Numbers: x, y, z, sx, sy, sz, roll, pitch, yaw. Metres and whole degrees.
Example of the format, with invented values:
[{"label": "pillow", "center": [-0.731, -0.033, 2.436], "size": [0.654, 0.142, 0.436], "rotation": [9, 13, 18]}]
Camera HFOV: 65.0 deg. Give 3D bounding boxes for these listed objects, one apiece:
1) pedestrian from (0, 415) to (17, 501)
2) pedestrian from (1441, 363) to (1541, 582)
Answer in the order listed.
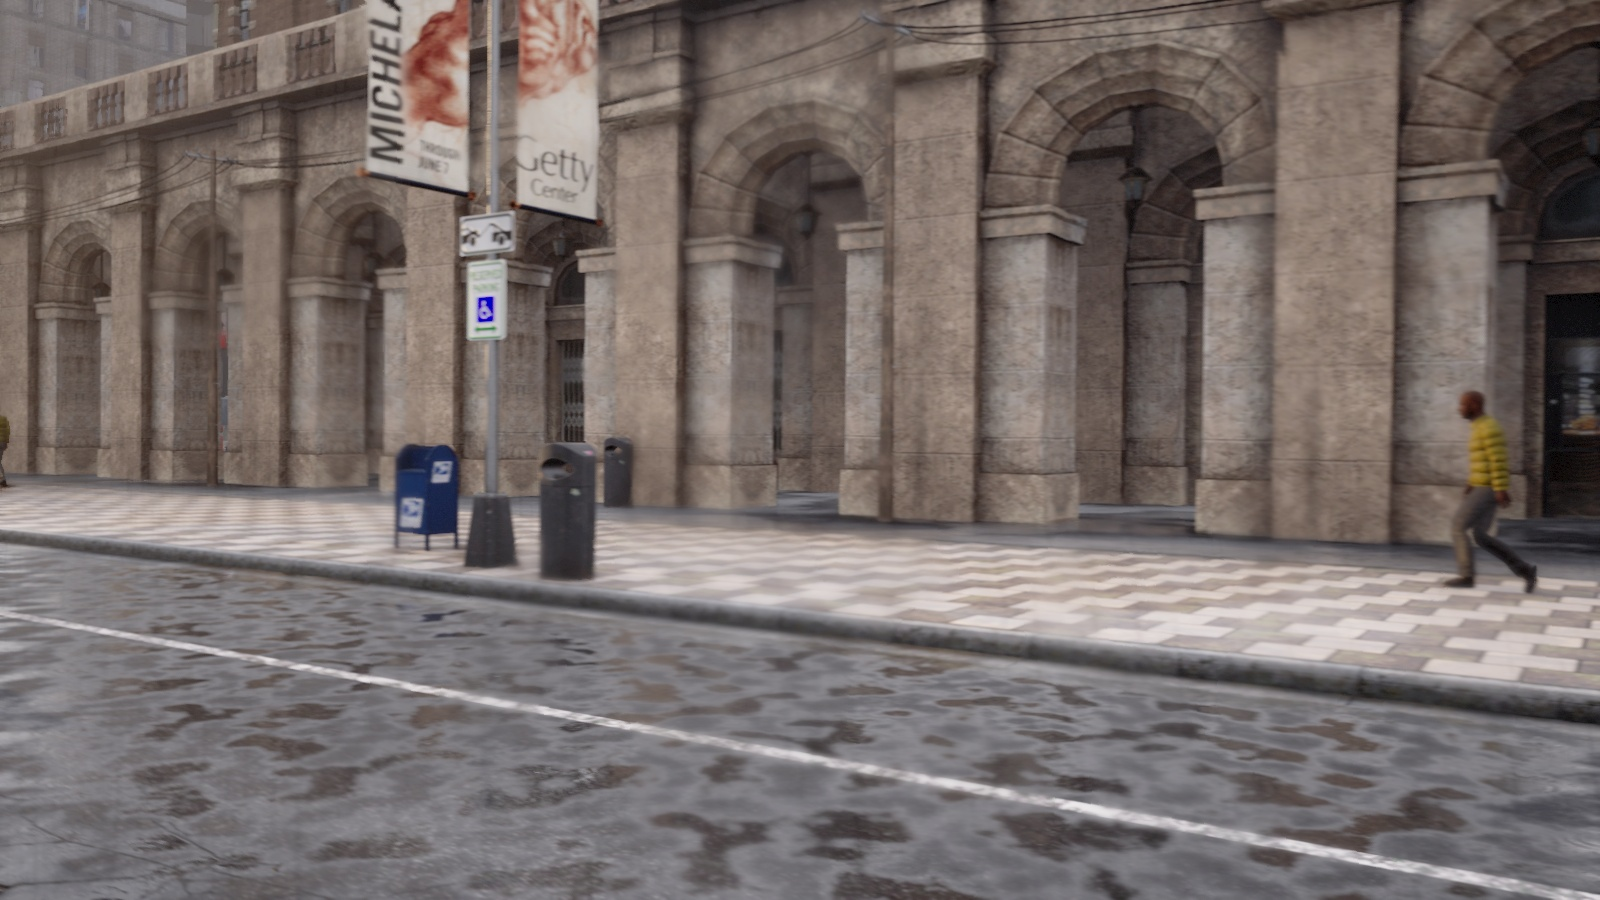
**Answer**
[{"label": "pedestrian", "center": [-17.381, 0.174, 27.193], "size": [0.709, 1.840, 0.431], "rotation": [0, 1, 33]}, {"label": "pedestrian", "center": [5.995, 0.185, 10.893], "size": [0.726, 1.835, 0.370], "rotation": [0, 1, 34]}]
